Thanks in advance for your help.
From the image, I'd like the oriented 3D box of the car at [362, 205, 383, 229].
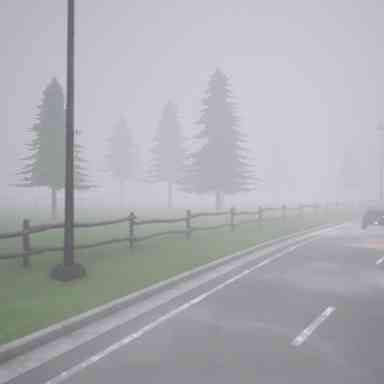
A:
[{"bbox_3d":[12.646,1.673,22.124,1.837,1.490,4.892,0,-1,37],"label":"car"}]
